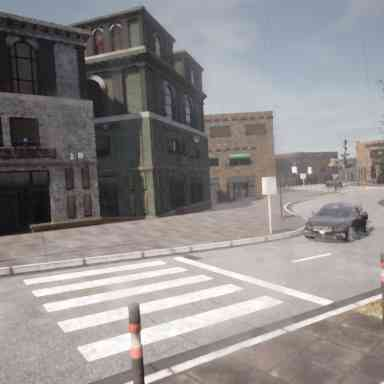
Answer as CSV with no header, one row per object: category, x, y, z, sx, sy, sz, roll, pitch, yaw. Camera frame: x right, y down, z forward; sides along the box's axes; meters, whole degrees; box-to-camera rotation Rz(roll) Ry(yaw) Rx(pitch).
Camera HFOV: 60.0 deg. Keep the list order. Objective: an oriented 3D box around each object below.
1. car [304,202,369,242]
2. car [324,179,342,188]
car,6.900,1.307,15.568,1.837,1.490,4.892,2,4,39
car,25.414,-1.509,60.078,2.128,1.511,4.902,-3,1,4
